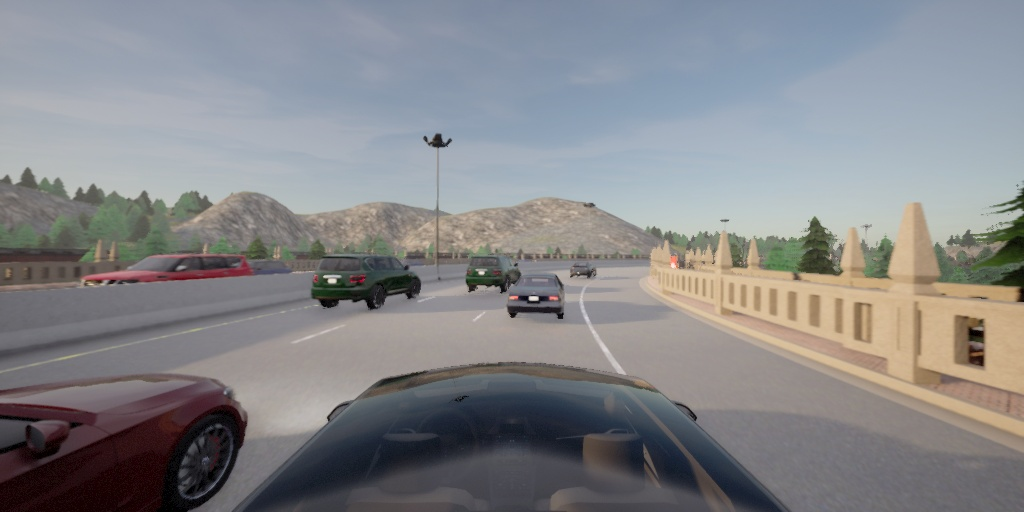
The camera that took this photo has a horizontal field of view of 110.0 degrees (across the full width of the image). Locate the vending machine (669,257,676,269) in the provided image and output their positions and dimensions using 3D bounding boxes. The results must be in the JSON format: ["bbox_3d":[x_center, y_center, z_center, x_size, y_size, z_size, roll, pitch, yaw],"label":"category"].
[{"bbox_3d":[14.977,1.047,33.592,1.100,2.100,0.880,0,0,25],"label":"vending machine"}]

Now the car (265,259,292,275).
[{"bbox_3d":[-15.429,1.044,21.252,2.097,1.767,4.553,0,0,12],"label":"car"}]

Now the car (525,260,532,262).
[{"bbox_3d":[1.755,1.321,54.988,1.882,1.535,5.008,0,0,32],"label":"car"}]

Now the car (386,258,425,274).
[{"bbox_3d":[-12.563,1.076,42.583,2.097,1.767,4.553,0,0,23],"label":"car"}]

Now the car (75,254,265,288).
[{"bbox_3d":[-13.125,0.918,14.149,2.150,2.045,5.566,0,0,8],"label":"car"}]

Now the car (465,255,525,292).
[{"bbox_3d":[-0.982,0.984,21.269,2.150,2.045,5.566,0,0,13],"label":"car"}]

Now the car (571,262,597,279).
[{"bbox_3d":[6.809,1.304,33.971,2.128,1.511,4.902,0,0,22],"label":"car"}]

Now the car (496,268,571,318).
[{"bbox_3d":[1.007,1.313,13.117,2.033,1.411,5.357,0,0,8],"label":"car"}]

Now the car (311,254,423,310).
[{"bbox_3d":[-5.759,0.955,14.909,2.150,2.045,5.566,0,0,8],"label":"car"}]

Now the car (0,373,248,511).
[{"bbox_3d":[-3.317,1.259,1.321,1.812,1.442,4.674,0,0,-1],"label":"car"}]
